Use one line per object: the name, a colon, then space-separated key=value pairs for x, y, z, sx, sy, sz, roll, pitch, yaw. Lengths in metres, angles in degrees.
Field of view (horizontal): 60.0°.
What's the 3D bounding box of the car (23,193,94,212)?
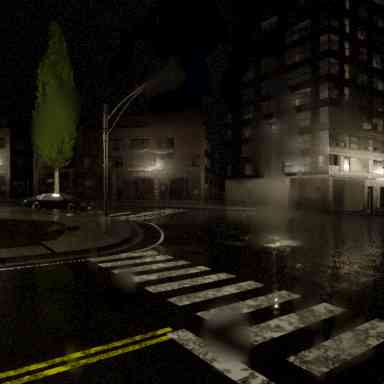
car: x=-10.548 y=0.787 z=26.294 sx=5.357 sy=1.411 sz=2.033 roll=1 pitch=0 yaw=11
